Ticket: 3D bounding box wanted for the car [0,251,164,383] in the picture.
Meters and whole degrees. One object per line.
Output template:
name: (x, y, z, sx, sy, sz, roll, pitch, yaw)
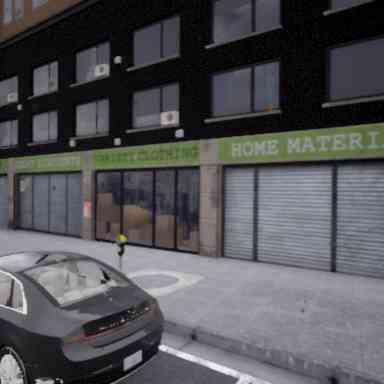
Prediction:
car: (-2.405, 1.545, 4.805, 4.403, 1.369, 2.008, 0, 1, 36)
